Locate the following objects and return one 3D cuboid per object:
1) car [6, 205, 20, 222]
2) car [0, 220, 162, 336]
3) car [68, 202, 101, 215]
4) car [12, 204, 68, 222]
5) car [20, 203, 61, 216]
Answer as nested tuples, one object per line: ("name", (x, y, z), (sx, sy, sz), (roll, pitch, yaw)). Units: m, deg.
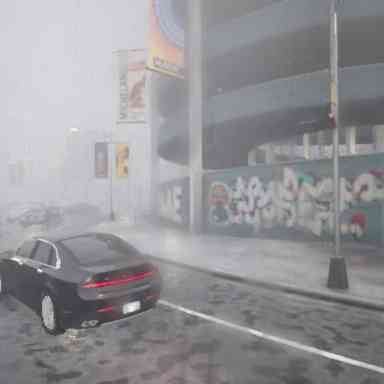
("car", (-14.667, 1.866, 29.549), (1.812, 1.442, 4.674), (0, 0, -1))
("car", (-2.613, 1.581, 6.969), (1.837, 1.490, 4.892), (-1, 0, -43))
("car", (-13.229, 1.976, 40.438), (2.033, 1.411, 5.357), (0, -1, 17))
("car", (-11.074, 1.826, 24.752), (2.033, 1.411, 5.357), (0, 0, -8))
("car", (-17.467, 2.037, 38.669), (1.895, 1.301, 4.718), (0, -1, 13))
